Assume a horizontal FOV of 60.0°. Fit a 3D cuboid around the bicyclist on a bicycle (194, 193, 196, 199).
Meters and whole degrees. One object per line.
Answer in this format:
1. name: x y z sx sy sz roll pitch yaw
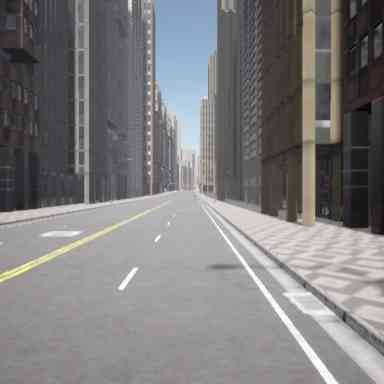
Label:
1. bicyclist on a bicycle: 0.914 1.197 90.476 0.659 1.776 1.843 1 1 0
